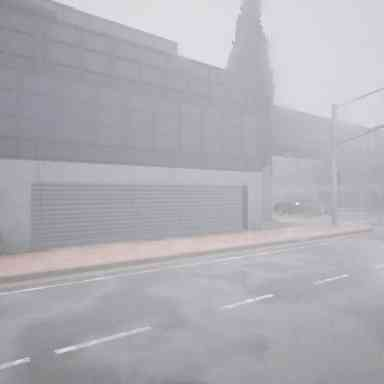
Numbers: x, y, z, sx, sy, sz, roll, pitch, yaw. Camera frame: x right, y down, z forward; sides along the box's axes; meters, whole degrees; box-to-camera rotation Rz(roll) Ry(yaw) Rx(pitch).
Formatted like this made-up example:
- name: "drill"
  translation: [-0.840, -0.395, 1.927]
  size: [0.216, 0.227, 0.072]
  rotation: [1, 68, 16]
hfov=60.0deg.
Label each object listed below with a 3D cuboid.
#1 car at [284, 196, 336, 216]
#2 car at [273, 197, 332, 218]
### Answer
- name: "car"
  translation: [11.785, 1.352, 33.407]
  size: [2.097, 1.767, 4.553]
  rotation: [0, 0, -37]
- name: "car"
  translation: [9.695, 1.491, 30.350]
  size: [2.128, 1.511, 4.902]
  rotation: [0, 0, -37]
